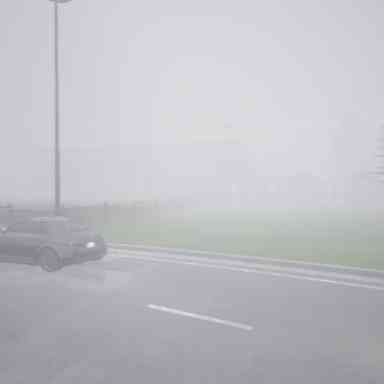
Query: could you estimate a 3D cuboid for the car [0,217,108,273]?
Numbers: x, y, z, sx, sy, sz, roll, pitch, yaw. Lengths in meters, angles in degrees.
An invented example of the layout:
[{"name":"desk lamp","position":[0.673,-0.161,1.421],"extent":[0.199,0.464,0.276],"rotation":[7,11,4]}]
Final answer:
[{"name":"car","position":[-4.708,1.469,10.236],"extent":[4.181,1.385,1.994],"rotation":[0,1,24]}]
